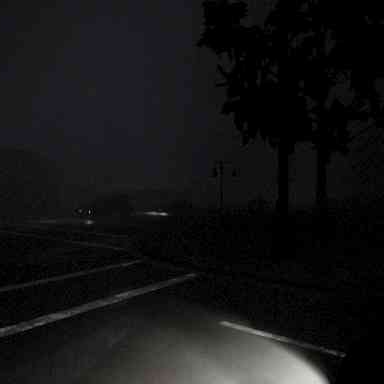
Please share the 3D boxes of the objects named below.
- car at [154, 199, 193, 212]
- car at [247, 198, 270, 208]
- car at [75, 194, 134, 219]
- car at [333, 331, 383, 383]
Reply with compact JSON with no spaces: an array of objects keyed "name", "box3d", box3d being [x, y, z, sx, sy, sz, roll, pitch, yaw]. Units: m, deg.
[{"name":"car","box3d":[-1.989,1.547,38.486,2.033,1.411,5.357,0,0,34]},{"name":"car","box3d":[9.884,1.547,49.548,2.033,1.411,5.357,0,0,32]},{"name":"car","box3d":[-7.737,1.222,29.985,2.150,2.045,5.566,0,0,35]},{"name":"car","box3d":[2.968,1.564,1.857,4.181,1.385,1.994,0,0,36]}]
